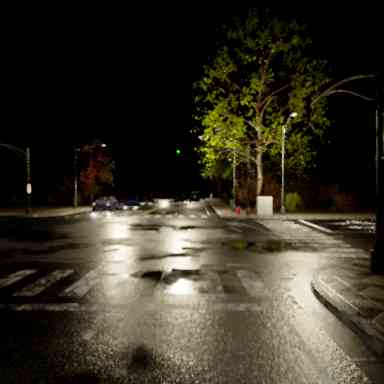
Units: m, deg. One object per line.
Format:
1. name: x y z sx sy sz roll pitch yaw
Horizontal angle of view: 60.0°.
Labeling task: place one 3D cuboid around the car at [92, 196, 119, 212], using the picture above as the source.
1. car: -9.749 1.283 37.723 2.097 1.767 4.553 0 0 1

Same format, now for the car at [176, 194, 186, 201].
1. car: -2.477 1.248 77.091 2.128 1.511 4.902 0 0 1

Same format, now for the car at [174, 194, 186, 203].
1. car: -2.658 1.405 66.675 2.033 1.411 5.357 0 0 1

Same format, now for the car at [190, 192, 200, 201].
1. car: 0.773 0.949 77.064 2.150 2.045 5.566 0 0 1

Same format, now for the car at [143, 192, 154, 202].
1. car: -9.133 1.036 68.187 2.150 2.045 5.566 0 0 1

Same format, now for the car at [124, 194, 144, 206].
1. car: -9.462 1.372 52.731 1.882 1.535 5.008 0 0 1

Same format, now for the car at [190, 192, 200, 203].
1. car: 0.598 1.210 67.004 2.097 1.767 4.553 0 0 1
